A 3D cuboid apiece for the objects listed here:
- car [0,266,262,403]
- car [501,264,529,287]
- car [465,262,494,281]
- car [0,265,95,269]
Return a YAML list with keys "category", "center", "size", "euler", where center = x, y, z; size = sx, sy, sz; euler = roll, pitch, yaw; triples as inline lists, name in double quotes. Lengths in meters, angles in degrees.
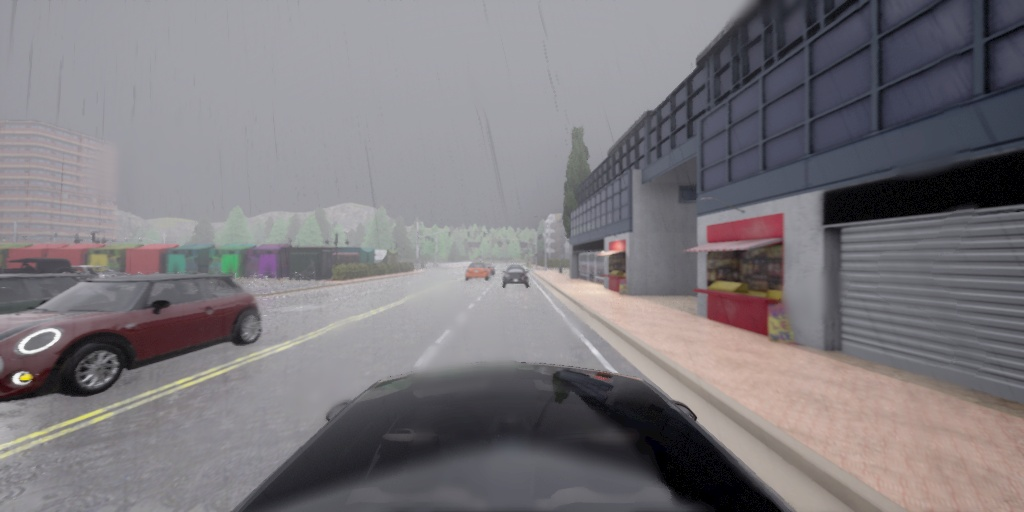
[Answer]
- category: "car"
  center: [-7.056, 1.143, 6.654]
  size: [2.097, 1.767, 4.553]
  euler: [0, -1, 1]
- category: "car"
  center: [0.269, 1.508, 26.749]
  size: [1.812, 1.442, 4.674]
  euler: [0, -1, 0]
- category: "car"
  center: [-3.189, 1.404, 34.522]
  size: [2.097, 1.767, 4.553]
  euler: [0, -1, 1]
- category: "car"
  center: [-10.555, 1.140, 6.632]
  size: [2.097, 1.767, 4.553]
  euler: [0, -1, 1]
